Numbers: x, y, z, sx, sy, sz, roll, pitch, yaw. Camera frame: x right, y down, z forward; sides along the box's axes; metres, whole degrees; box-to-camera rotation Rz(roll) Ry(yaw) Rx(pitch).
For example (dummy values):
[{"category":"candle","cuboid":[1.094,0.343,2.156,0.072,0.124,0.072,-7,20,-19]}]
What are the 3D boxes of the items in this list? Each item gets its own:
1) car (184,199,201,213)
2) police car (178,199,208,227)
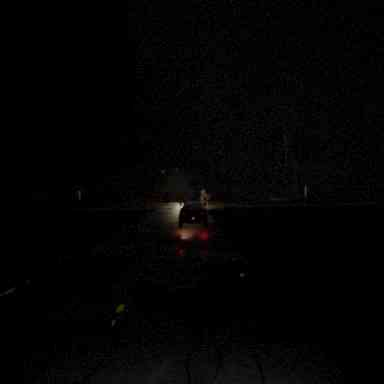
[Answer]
[{"category":"car","cuboid":[0.041,1.574,37.848,1.837,1.490,4.892,0,-1,0]},{"category":"police car","cuboid":[0.071,1.448,23.369,1.930,1.638,5.238,0,0,0]}]
